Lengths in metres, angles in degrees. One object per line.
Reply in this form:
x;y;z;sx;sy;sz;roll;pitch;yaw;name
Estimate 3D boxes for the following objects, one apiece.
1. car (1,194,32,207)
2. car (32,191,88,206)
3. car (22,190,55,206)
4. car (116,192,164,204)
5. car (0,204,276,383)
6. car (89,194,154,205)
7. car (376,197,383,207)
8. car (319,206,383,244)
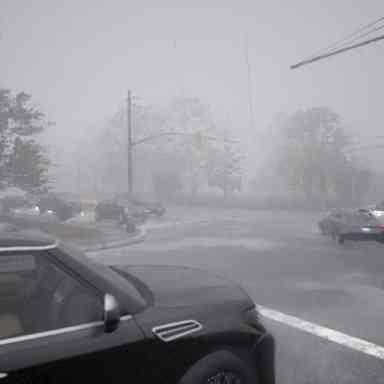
-19.890;1.068;37.744;4.718;1.301;1.895;3;3;42;car
-12.378;0.997;31.082;5.566;2.045;2.150;2;2;42;car
-19.418;0.675;42.002;4.553;1.767;2.097;3;3;42;car
-4.705;1.074;28.964;5.566;2.045;2.150;1;1;42;car
-1.829;1.224;2.578;5.566;2.045;2.150;0;0;-34;car
-5.306;1.268;24.823;4.553;1.767;2.097;1;1;41;car
20.189;1.175;33.971;1.994;1.385;4.181;0;0;40;car
7.211;1.442;15.184;1.994;1.385;4.181;0;0;9;car
